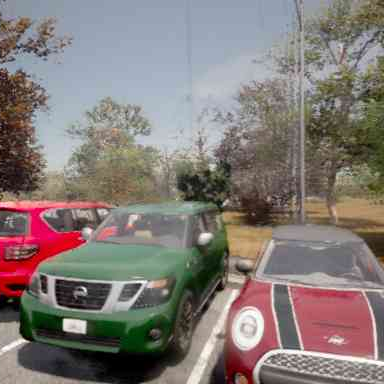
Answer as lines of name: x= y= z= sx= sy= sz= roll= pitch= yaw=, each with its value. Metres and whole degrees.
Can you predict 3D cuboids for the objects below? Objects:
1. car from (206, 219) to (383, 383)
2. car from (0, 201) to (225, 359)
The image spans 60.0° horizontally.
car: x=1.794 y=1.367 z=4.878 sx=2.185 sy=1.767 sz=4.553 roll=1 pitch=-1 yaw=15
car: x=-0.645 y=1.241 z=6.532 sx=2.435 sy=2.045 sz=5.566 roll=1 pitch=-1 yaw=15
